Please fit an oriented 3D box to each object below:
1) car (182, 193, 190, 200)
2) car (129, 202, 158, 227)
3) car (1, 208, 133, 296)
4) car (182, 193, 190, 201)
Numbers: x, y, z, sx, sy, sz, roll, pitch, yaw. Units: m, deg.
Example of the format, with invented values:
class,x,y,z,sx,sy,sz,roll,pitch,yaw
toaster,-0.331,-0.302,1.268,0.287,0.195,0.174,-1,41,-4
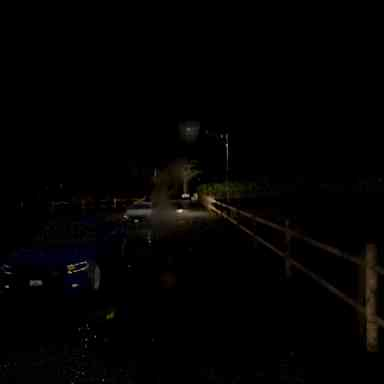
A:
class,x,y,z,sx,sy,sz,roll,pitch,yaw
car,-1.580,1.107,85.178,2.128,1.511,4.902,-1,0,-1
car,-3.210,1.357,21.316,1.812,1.442,4.674,-1,0,-1
car,-2.987,1.417,8.765,1.882,1.535,5.008,-1,1,-1
car,-1.389,1.247,75.199,1.895,1.301,4.718,-1,0,-1
